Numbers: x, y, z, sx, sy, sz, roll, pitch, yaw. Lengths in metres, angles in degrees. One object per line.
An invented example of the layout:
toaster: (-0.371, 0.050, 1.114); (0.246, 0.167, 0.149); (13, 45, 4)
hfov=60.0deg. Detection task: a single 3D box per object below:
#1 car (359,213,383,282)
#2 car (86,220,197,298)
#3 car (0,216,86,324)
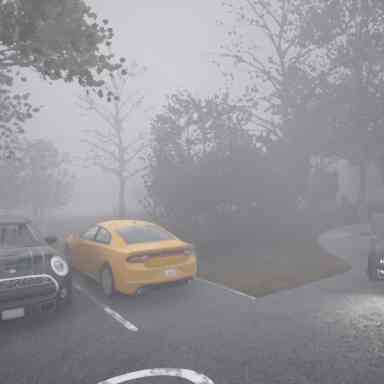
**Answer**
car: (5.835, 1.389, 9.179); (1.837, 1.490, 4.892); (-1, 2, 24)
car: (-1.871, 1.474, 8.717); (2.097, 1.535, 5.008); (0, 0, -35)
car: (-4.150, 1.353, 7.139); (2.185, 1.767, 4.553); (0, 0, -35)
